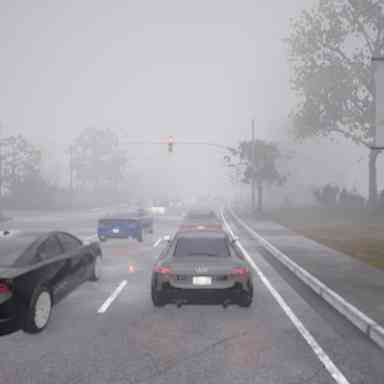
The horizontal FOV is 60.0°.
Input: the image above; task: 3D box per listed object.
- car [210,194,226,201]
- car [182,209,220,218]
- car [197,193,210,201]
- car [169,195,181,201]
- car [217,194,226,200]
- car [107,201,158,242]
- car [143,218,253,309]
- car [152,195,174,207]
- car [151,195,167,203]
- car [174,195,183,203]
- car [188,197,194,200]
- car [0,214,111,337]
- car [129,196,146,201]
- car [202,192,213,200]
[{"bbox_3d":[5.857,1.281,74.404,1.882,1.535,5.008,0,0,9],"label":"car"},{"bbox_3d":[0.450,1.522,16.330,1.994,1.385,4.181,0,0,2],"label":"car"},{"bbox_3d":[2.328,1.279,74.486,1.882,1.535,5.008,0,0,9],"label":"car"},{"bbox_3d":[-4.035,1.333,79.095,1.994,1.385,4.181,0,0,9],"label":"car"},{"bbox_3d":[7.536,1.190,84.528,2.033,1.411,5.357,0,0,10],"label":"car"},{"bbox_3d":[-3.058,1.436,16.168,1.882,1.535,5.008,0,0,2],"label":"car"},{"bbox_3d":[0.221,1.543,7.929,1.994,1.385,4.181,0,0,1],"label":"car"},{"bbox_3d":[-4.534,1.366,48.776,2.128,1.511,4.902,0,0,6],"label":"car"},{"bbox_3d":[-6.283,1.326,63.869,2.128,1.511,4.902,0,0,8],"label":"car"},{"bbox_3d":[-2.836,1.341,63.290,1.837,1.490,4.892,0,0,8],"label":"car"},{"bbox_3d":[-0.585,1.377,78.504,1.895,1.301,4.718,0,0,9],"label":"car"},{"bbox_3d":[-3.299,1.460,6.768,1.882,1.535,5.008,0,0,1],"label":"car"},{"bbox_3d":[-8.028,1.365,49.032,2.128,1.511,4.902,0,0,6],"label":"car"},{"bbox_3d":[4.009,0.987,84.685,2.097,1.767,4.553,0,0,10],"label":"car"}]
